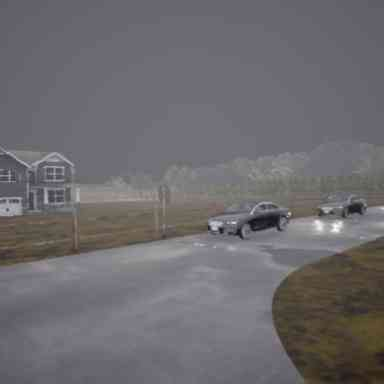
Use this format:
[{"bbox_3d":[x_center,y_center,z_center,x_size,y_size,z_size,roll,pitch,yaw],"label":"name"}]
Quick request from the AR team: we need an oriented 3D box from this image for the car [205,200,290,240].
[{"bbox_3d":[2.680,1.171,15.369,4.902,1.511,2.128,-2,2,-44],"label":"car"}]

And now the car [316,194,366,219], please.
[{"bbox_3d":[10.206,0.906,22.620,4.902,1.511,2.128,-2,1,-44],"label":"car"}]
